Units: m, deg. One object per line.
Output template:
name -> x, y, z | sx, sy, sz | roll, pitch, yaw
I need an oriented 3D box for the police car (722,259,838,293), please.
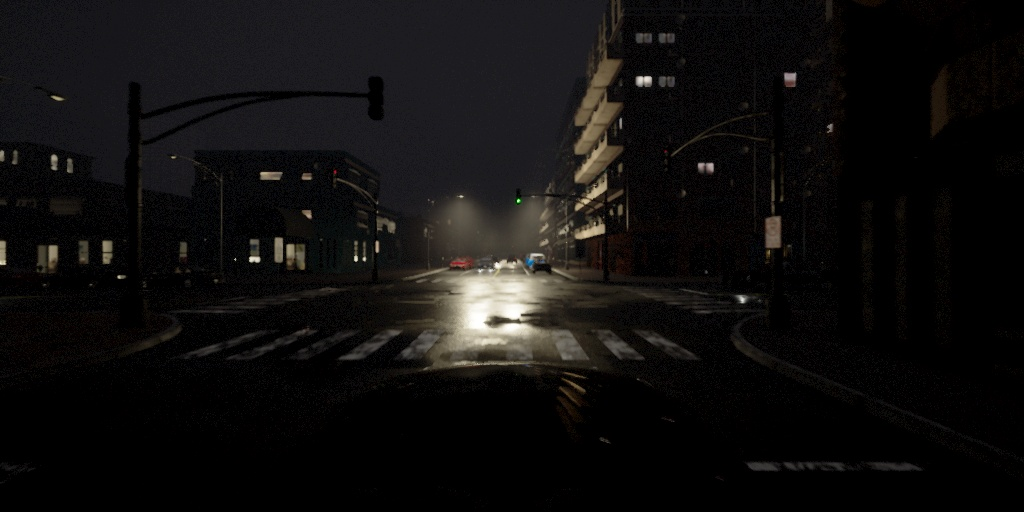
police car -> 13.444, 0.951, 17.995 | 5.238, 1.638, 1.930 | 0, 0, 1

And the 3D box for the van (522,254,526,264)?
van -> 2.700, 0.536, 50.221 | 1.690, 1.789, 3.998 | 0, 0, 0

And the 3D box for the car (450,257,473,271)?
car -> -5.683, 0.909, 39.025 | 1.802, 1.307, 4.207 | 0, 0, 0

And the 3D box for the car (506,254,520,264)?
car -> 0.011, 0.568, 62.954 | 1.812, 1.442, 4.674 | 0, 1, 0

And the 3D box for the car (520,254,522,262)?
car -> 2.702, 0.587, 61.551 | 1.751, 1.417, 4.829 | 0, 0, 0

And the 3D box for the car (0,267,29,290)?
car -> -30.672, 1.313, 21.425 | 4.207, 1.307, 1.802 | 0, 0, 1

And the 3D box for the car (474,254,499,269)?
car -> -3.065, 0.820, 43.618 | 2.033, 1.411, 5.357 | 0, 1, 0

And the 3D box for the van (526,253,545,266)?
van -> 2.698, 0.667, 39.059 | 1.690, 1.789, 3.998 | 0, 0, 0

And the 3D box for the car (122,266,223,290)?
car -> -19.711, 1.233, 21.272 | 4.403, 1.370, 2.007 | 0, 0, 1

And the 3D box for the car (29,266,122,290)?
car -> -25.193, 1.272, 21.349 | 4.313, 1.339, 1.948 | 0, 0, 1

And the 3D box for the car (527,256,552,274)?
car -> 2.697, 0.942, 33.480 | 2.007, 1.370, 4.403 | 0, 0, 0
